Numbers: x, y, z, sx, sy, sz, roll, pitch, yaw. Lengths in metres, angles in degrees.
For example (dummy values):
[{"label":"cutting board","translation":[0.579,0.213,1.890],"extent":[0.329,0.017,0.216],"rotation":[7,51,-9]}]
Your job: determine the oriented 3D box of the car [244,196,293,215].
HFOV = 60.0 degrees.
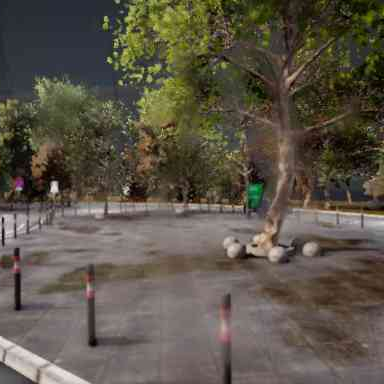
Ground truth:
[{"label":"car","translation":[6.751,1.130,29.678],"extent":[2.097,1.767,4.553],"rotation":[0,0,-32]}]
